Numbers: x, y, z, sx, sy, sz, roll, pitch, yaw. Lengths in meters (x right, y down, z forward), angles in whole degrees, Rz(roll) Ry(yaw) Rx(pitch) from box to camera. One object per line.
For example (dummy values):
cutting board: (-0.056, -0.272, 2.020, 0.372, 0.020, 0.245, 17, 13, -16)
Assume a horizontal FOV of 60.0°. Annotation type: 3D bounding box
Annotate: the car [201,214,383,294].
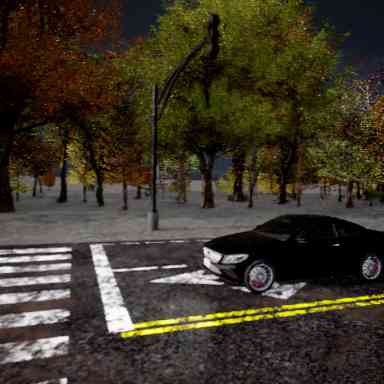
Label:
car: (2.532, 1.275, 7.870, 4.674, 1.442, 1.812, 1, 2, -19)
